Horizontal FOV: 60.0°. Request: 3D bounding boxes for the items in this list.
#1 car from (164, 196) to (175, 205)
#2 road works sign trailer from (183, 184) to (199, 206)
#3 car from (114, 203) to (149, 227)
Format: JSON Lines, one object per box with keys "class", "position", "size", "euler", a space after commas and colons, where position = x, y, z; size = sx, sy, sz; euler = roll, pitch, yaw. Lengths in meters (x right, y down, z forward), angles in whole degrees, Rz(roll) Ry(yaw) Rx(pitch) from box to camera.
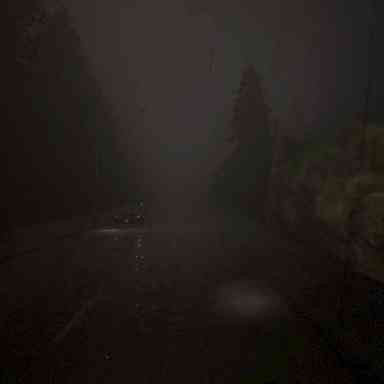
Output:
{"class": "car", "position": [-4.045, 1.556, 61.138], "size": [1.837, 1.490, 4.892], "euler": [0, 1, -1]}
{"class": "road works sign trailer", "position": [-0.016, 0.493, 56.400], "size": [2.380, 3.560, 2.880], "euler": [0, 0, 0]}
{"class": "car", "position": [-4.106, 1.537, 23.193], "size": [1.812, 1.442, 4.674], "euler": [0, 0, 0]}
